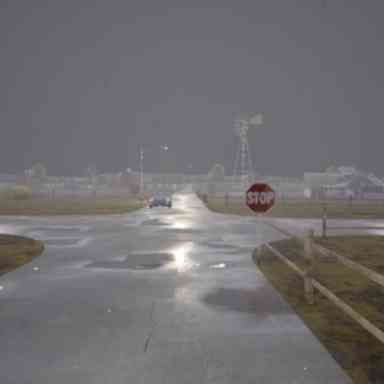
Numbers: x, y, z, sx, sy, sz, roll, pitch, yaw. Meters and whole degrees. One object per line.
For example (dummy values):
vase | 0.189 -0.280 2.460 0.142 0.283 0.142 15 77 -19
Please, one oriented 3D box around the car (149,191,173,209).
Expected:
car | -3.076 0.688 33.374 2.097 1.767 4.553 0 1 -1
